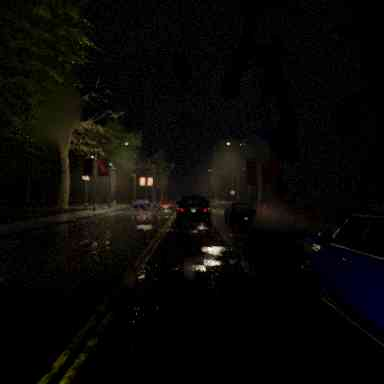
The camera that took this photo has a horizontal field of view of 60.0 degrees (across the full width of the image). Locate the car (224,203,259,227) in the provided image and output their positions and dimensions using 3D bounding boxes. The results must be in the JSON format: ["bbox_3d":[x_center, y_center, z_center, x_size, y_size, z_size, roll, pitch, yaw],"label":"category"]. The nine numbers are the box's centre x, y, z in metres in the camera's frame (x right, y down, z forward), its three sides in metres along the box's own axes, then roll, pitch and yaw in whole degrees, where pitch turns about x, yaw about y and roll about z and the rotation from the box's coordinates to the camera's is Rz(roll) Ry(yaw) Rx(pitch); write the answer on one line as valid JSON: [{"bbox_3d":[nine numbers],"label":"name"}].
[{"bbox_3d":[3.350,1.490,23.107,1.882,1.535,5.008,0,0,0],"label":"car"}]

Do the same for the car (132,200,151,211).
[{"bbox_3d":[-6.501,1.717,42.947,1.895,1.301,4.718,0,0,0],"label":"car"}]

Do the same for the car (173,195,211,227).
[{"bbox_3d":[0.098,1.233,22.693,2.150,2.045,5.566,0,0,0],"label":"car"}]

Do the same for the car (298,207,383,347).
[{"bbox_3d":[3.351,1.223,4.815,2.150,2.045,5.566,0,0,0],"label":"car"}]

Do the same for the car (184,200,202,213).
[{"bbox_3d":[0.101,1.643,38.769,1.994,1.385,4.181,0,-1,0],"label":"car"}]

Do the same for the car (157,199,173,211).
[{"bbox_3d":[-3.251,1.639,42.977,1.812,1.442,4.674,0,0,0],"label":"car"}]
